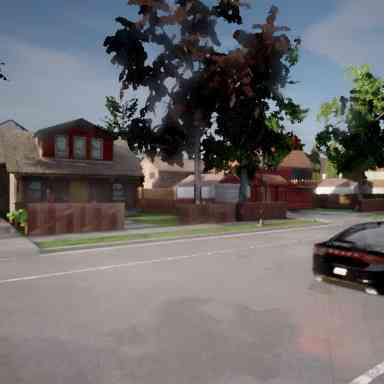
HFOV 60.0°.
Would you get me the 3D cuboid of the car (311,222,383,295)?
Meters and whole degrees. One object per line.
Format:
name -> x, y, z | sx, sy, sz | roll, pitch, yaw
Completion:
car -> 5.058, 1.477, 8.269 | 5.008, 1.535, 1.882 | 0, 0, -35
